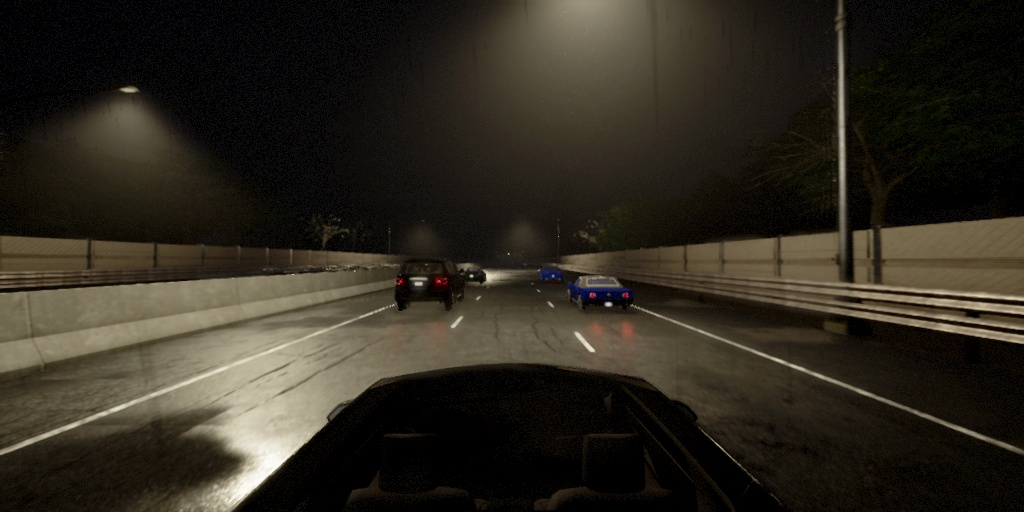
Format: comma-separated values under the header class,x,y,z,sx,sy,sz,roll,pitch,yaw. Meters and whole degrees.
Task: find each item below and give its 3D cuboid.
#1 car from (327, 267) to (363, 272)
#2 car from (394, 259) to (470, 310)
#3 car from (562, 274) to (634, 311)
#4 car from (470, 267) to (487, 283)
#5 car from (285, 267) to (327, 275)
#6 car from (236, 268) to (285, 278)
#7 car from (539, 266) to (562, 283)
class,x,y,z,sx,sy,sz,roll,pitch,yaw
car,-14.109,1.698,31.768,1.994,1.385,4.181,0,-1,0
car,-3.408,1.146,15.800,2.150,2.045,5.566,0,-1,0
car,3.592,1.522,15.531,1.895,1.301,4.718,0,-1,0
car,-3.416,1.707,32.422,1.994,1.385,4.181,0,-1,0
car,-17.608,1.697,31.756,1.994,1.385,4.181,0,-1,0
car,-21.110,1.720,30.683,1.895,1.301,4.718,0,-1,0
car,3.585,1.639,33.717,1.882,1.535,5.008,0,-1,0
